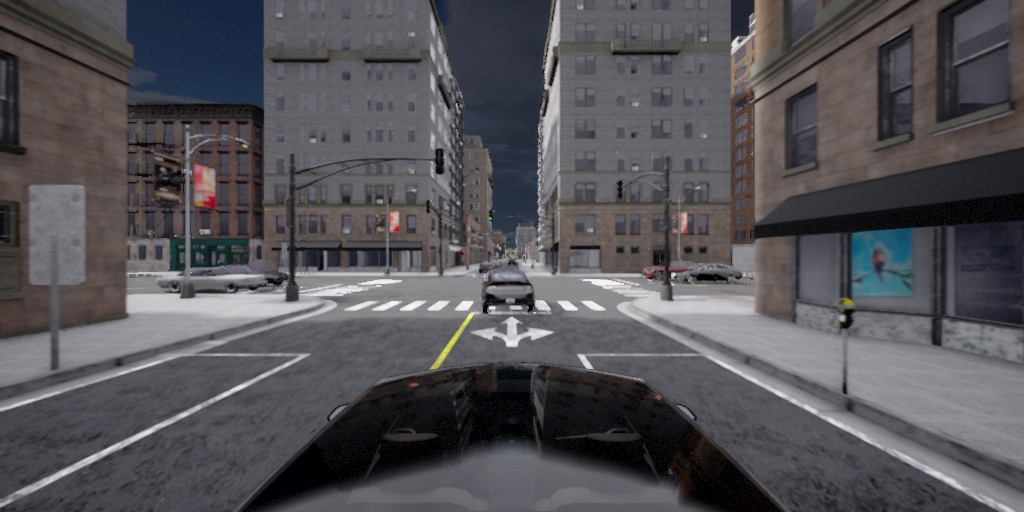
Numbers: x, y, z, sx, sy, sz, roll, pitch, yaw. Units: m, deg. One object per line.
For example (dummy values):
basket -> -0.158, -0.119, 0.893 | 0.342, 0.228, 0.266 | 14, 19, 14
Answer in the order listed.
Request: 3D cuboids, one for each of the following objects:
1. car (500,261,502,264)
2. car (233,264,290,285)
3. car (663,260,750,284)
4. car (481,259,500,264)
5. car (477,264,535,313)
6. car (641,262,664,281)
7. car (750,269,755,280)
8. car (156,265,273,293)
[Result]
car -> -2.752, 1.247, 52.392 | 1.837, 1.490, 4.892 | 0, 0, 0
car -> -17.009, 1.226, 22.746 | 5.357, 1.411, 2.033 | 0, 0, 0
car -> 14.211, 1.267, 26.359 | 4.902, 1.511, 2.128 | 0, 0, -2
car -> -2.847, 1.283, 42.507 | 2.033, 1.411, 5.357 | 0, 0, 1
car -> -0.298, 1.231, 13.972 | 2.128, 1.511, 4.902 | 0, 0, -6
car -> 13.107, 1.117, 29.599 | 4.553, 1.767, 2.097 | 0, 0, 0
car -> 22.009, 1.321, 29.639 | 4.674, 1.442, 1.812 | 0, 0, 0
car -> -16.143, 1.289, 19.496 | 4.718, 1.301, 1.895 | 0, 0, 0
